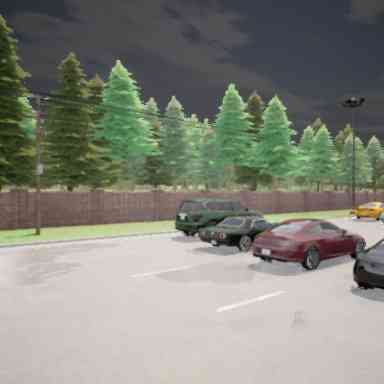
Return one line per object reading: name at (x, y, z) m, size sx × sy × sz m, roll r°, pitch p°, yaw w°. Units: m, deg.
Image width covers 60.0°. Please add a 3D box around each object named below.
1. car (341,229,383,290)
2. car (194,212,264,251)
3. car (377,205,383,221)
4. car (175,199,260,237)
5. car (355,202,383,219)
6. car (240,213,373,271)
car at (5.789, 1.614, 8.186) m, size 4.181 × 1.385 × 1.994 m, roll 0°, pitch -1°, yaw -37°
car at (2.637, 1.725, 14.585) m, size 4.718 × 1.301 × 1.895 m, roll 0°, pitch -1°, yaw -37°
car at (16.081, 1.754, 24.841) m, size 4.718 × 1.301 × 1.895 m, roll 0°, pitch -1°, yaw -37°
car at (1.664, 1.385, 18.250) m, size 5.566 × 2.045 × 2.150 m, roll 0°, pitch -1°, yaw -37°
car at (16.372, 1.672, 29.464) m, size 5.008 × 1.535 × 1.882 m, roll 0°, pitch -1°, yaw -37°
car at (4.020, 1.613, 11.256) m, size 4.674 × 1.442 × 1.812 m, roll 0°, pitch -1°, yaw -38°
